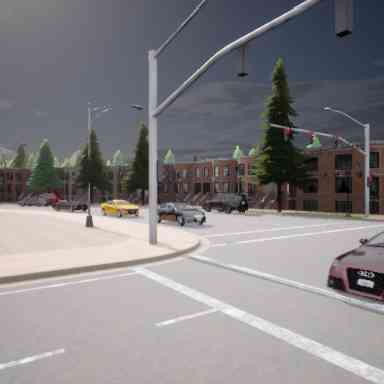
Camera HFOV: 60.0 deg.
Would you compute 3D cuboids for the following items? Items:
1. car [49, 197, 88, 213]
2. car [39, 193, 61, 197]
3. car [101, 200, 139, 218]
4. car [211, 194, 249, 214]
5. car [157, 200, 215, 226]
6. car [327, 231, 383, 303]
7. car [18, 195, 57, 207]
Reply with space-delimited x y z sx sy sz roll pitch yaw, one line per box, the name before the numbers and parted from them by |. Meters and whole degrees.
car | -13.904 1.601 37.963 4.718 1.301 1.895 0 0 37
car | -24.134 1.223 54.765 5.566 2.045 2.150 0 0 17
car | -6.732 1.478 30.902 1.882 1.535 5.008 0 0 -40
car | 3.496 1.221 35.254 2.150 2.045 5.566 0 0 -37
car | -0.978 1.492 23.340 2.128 1.511 4.902 0 0 -36
car | 4.947 1.564 7.531 4.181 1.385 1.994 0 0 -36
car | -24.113 1.547 51.176 5.357 1.411 2.033 0 0 17
